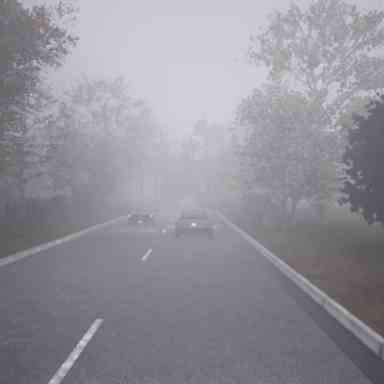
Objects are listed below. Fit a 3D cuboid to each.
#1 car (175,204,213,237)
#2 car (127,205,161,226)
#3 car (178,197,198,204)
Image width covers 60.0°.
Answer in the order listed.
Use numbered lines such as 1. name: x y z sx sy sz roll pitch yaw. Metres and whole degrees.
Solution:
1. car: 0.096 1.593 18.403 1.994 1.385 4.181 0 0 0
2. car: -3.343 1.634 23.773 1.895 1.301 4.718 0 0 0
3. car: -0.493 1.401 40.877 2.097 1.767 4.553 0 0 -9
